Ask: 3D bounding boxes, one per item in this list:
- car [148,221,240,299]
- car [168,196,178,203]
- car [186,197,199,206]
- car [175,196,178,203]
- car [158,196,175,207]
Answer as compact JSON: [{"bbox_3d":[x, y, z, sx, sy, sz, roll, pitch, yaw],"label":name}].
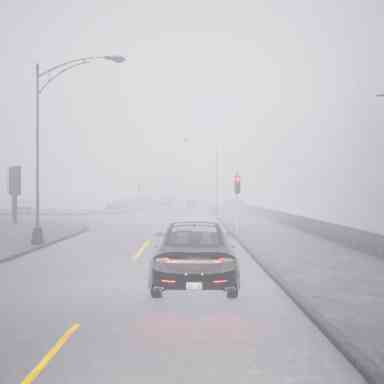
[{"bbox_3d":[0.059,1.492,8.469,2.128,1.511,4.902,0,0,0],"label":"car"},{"bbox_3d":[-4.029,1.552,70.343,1.994,1.385,4.181,0,0,0],"label":"car"},{"bbox_3d":[0.064,1.525,53.819,1.812,1.442,4.674,0,0,0],"label":"car"},{"bbox_3d":[-4.094,1.601,60.526,1.895,1.301,4.718,0,0,0],"label":"car"},{"bbox_3d":[-4.118,1.547,50.860,2.033,1.411,5.357,0,0,0],"label":"car"}]
